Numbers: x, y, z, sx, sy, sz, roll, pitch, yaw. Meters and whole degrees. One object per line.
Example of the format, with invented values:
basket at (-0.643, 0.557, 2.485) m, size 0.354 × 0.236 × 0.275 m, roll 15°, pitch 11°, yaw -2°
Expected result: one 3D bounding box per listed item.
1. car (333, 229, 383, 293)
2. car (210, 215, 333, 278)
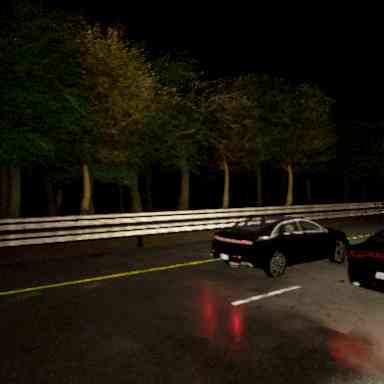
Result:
car at (5.648, 1.433, 7.768) m, size 5.008 × 1.535 × 1.882 m, roll 0°, pitch 0°, yaw -35°
car at (2.808, 1.452, 10.040) m, size 4.902 × 1.511 × 2.128 m, roll 0°, pitch 0°, yaw -35°
